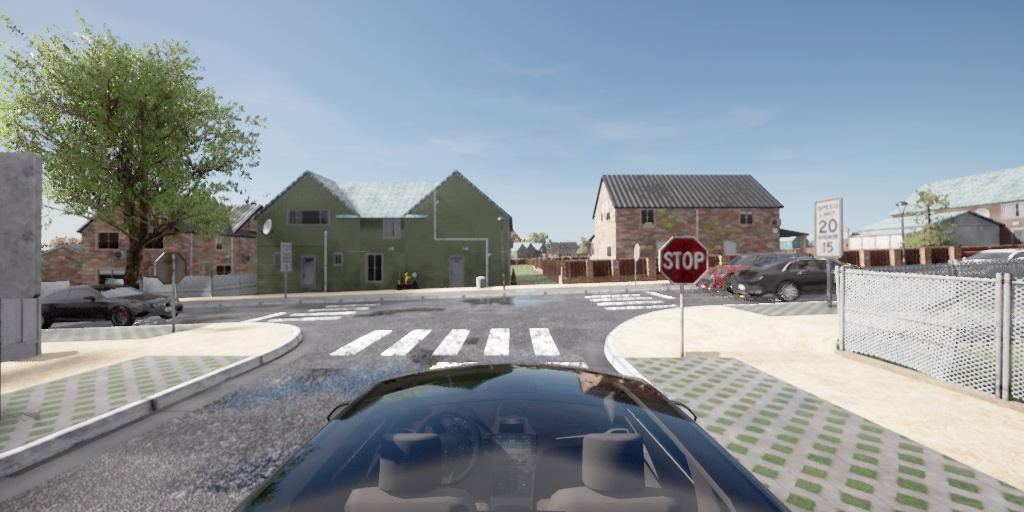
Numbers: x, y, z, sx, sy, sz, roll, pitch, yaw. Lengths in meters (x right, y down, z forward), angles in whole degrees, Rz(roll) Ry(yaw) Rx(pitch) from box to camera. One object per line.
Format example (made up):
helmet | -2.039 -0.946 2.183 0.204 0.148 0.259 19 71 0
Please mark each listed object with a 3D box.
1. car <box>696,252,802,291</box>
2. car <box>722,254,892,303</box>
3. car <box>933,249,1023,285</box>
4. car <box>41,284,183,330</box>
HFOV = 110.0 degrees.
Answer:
car | 10.556 0.656 15.669 4.553 1.767 2.097 -2 0 -1
car | 10.723 0.784 12.939 4.892 1.490 1.837 -2 -1 1
car | 21.463 0.437 15.648 4.674 1.442 1.812 -2 0 2
car | -14.686 1.748 12.920 4.674 1.442 1.812 -2 0 0
